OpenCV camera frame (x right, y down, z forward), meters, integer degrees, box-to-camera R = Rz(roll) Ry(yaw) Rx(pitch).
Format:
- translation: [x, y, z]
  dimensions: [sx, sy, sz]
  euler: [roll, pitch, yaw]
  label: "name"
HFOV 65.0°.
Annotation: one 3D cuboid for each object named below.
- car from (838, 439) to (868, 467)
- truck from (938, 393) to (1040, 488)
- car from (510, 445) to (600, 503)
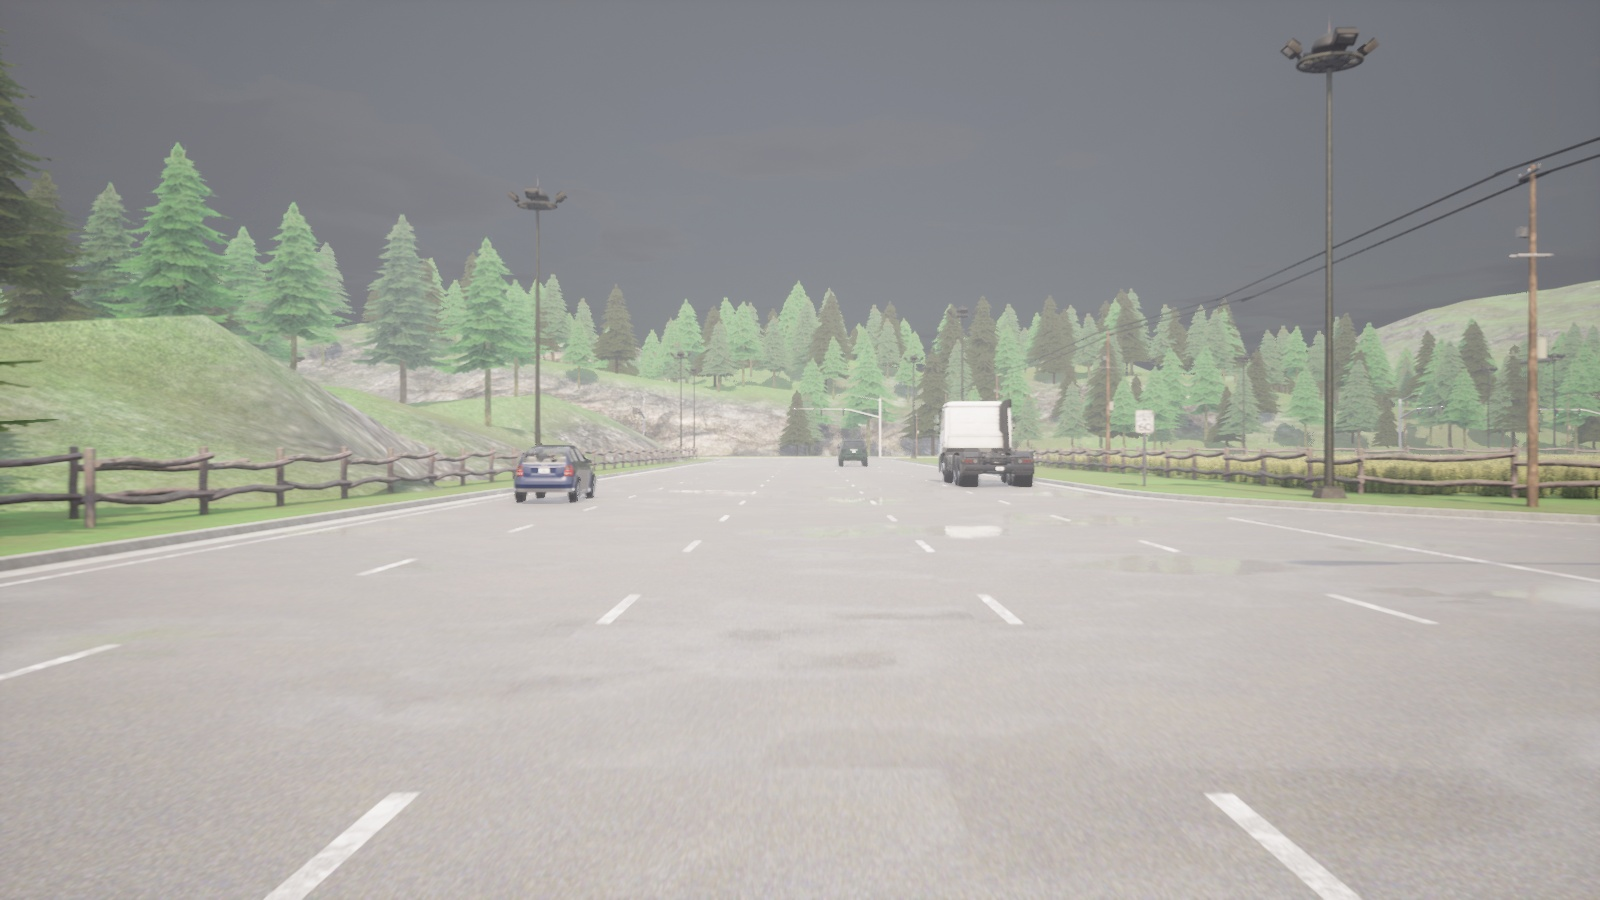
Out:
- translation: [4.073, 0.223, 96.970]
  dimensions: [2.150, 2.045, 5.566]
  euler: [0, 0, 0]
  label: "car"
- translation: [7.302, -0.355, 49.608]
  dimensions: [2.891, 3.462, 7.936]
  euler: [0, 0, 0]
  label: "truck"
- translation: [-6.783, 0.631, 35.113]
  dimensions: [1.789, 1.549, 3.705]
  euler: [0, 0, 0]
  label: "car"
